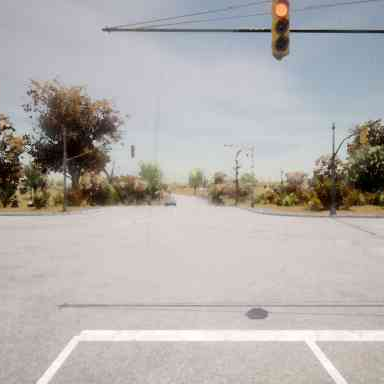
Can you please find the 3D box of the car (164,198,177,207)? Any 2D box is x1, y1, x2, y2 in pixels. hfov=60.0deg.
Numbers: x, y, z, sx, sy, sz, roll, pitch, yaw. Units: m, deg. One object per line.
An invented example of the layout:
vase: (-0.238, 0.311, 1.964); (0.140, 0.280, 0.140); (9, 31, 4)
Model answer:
car: (-3.500, 1.765, 54.626); (2.033, 1.411, 5.357); (0, -2, 0)
